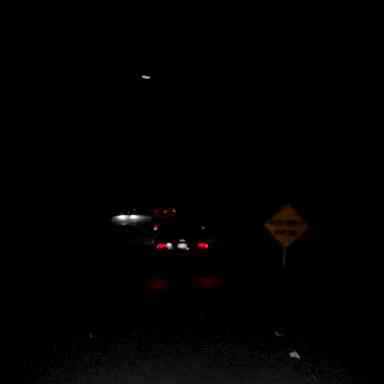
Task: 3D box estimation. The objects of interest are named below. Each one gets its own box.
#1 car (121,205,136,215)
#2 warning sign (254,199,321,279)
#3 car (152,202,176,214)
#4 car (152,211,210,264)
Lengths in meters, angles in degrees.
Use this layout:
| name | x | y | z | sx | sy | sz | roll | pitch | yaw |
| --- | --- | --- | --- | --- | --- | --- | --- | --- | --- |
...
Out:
| name | x | y | z | sx | sy | sz | roll | pitch | yaw |
| --- | --- | --- | --- | --- | --- | --- | --- | --- | --- |
| car | -8.500 | 2.375 | 44.177 | 1.895 | 1.301 | 4.718 | -1 | -1 | -13 |
| warning sign | 2.468 | 1.178 | 8.762 | 1.300 | 1.860 | 1.060 | 3 | 3 | -3 |
| car | -2.639 | 1.753 | 31.003 | 2.097 | 1.767 | 4.553 | -1 | -1 | -9 |
| car | -0.442 | 1.654 | 12.248 | 2.033 | 1.411 | 5.357 | 0 | -1 | -4 |
